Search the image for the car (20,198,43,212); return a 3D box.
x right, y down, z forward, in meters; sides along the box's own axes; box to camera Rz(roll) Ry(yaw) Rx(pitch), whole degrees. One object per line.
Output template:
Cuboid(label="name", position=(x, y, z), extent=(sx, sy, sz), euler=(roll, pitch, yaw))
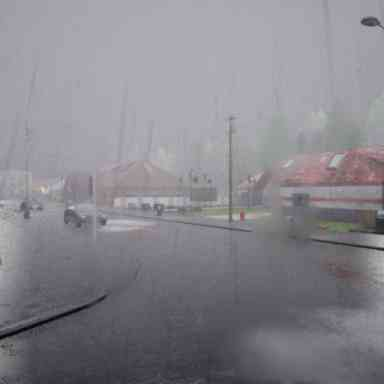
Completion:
Cuboid(label="car", position=(-18.576, 1.490, 38.475), extent=(2.128, 1.511, 4.902), euler=(0, 0, -35))

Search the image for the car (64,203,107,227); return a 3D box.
Cuboid(label="car", position=(-7.464, 1.524, 22.887), extent=(1.812, 1.442, 4.674), euler=(0, 0, -36))
